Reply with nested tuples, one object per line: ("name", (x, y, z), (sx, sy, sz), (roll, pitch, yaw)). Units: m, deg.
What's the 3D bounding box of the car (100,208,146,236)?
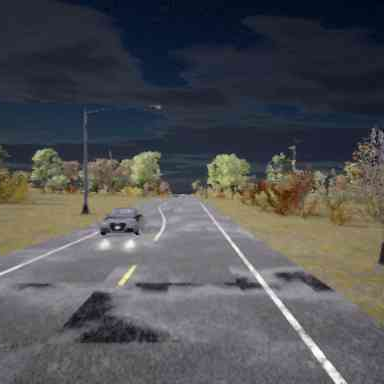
("car", (-3.721, 1.571, 18.462), (1.994, 1.385, 4.181), (0, 0, -1))
